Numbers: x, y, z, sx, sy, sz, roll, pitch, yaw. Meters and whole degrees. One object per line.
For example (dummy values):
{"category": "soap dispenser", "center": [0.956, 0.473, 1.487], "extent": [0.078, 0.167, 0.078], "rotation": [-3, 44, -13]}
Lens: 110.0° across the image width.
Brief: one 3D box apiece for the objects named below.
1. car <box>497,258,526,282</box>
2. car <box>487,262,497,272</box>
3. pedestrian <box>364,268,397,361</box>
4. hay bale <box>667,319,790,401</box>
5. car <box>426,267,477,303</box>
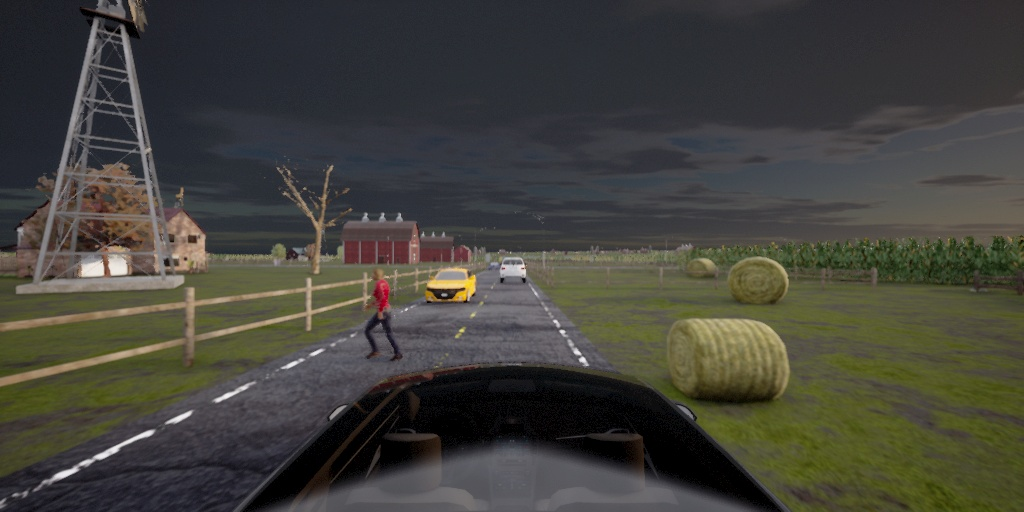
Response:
{"category": "car", "center": [0.093, 1.208, 31.668], "extent": [2.150, 2.045, 5.566], "rotation": [0, -1, 0]}
{"category": "car", "center": [-2.833, 1.735, 57.630], "extent": [1.812, 1.442, 4.674], "rotation": [0, 0, 0]}
{"category": "pedestrian", "center": [-2.532, 1.084, 6.861], "extent": [0.375, 1.860, 0.375], "rotation": [-1, 1, 4]}
{"category": "hay bale", "center": [3.125, 1.433, 5.377], "extent": [1.220, 1.180, 1.240], "rotation": [0, 0, 0]}
{"category": "car", "center": [-2.851, 1.353, 17.606], "extent": [1.882, 1.535, 5.008], "rotation": [0, 1, 0]}
